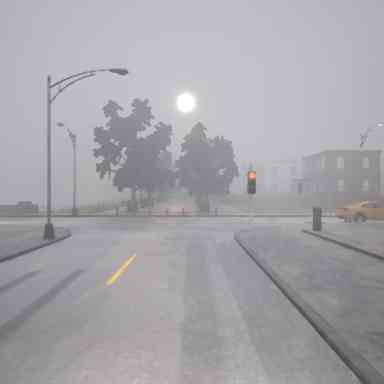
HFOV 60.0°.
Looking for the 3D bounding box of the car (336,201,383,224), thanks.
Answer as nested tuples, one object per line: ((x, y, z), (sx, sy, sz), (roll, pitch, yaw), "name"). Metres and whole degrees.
((13.060, 1.411, 23.909), (5.008, 1.535, 1.882), (0, 0, 0), "car")
